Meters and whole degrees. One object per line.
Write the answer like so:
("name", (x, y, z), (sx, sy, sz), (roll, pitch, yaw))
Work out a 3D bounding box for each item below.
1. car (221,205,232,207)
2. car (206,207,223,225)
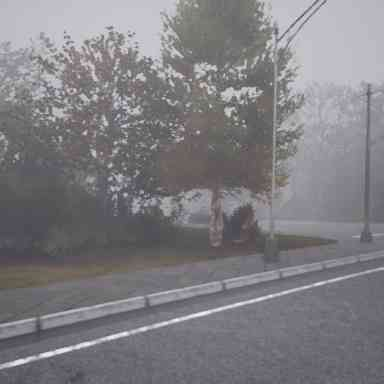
("car", (3.595, 2.376, 34.465), (2.150, 2.045, 5.566), (3, -5, -40))
("car", (1.779, 2.448, 31.139), (2.128, 1.511, 4.902), (3, -5, -40))
